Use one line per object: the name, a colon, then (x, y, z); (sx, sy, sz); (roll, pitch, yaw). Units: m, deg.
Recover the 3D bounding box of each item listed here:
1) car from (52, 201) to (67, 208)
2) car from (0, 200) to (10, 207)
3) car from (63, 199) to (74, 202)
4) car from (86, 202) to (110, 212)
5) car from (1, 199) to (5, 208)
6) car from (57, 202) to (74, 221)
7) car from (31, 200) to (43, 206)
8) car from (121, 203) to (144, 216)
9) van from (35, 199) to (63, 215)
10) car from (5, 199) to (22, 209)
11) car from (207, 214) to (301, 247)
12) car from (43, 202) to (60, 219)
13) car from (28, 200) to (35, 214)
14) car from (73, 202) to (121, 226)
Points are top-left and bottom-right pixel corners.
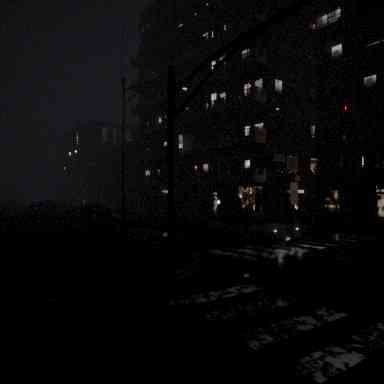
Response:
car: (-26.582, 2.462, 66.582); (1.887, 1.381, 4.507); (-1, 0, -35)
car: (-42.730, 2.666, 75.663); (1.752, 1.417, 4.829); (-1, 0, -35)
car: (-23.382, 2.160, 62.086); (2.192, 1.841, 5.009); (-1, 0, -35)
car: (-13.765, 2.192, 48.596); (1.947, 1.339, 4.313); (-1, 0, -35)
car: (-36.416, 2.542, 66.803); (1.887, 1.381, 4.507); (-1, 0, -35)
car: (-10.668, 1.934, 30.669); (1.752, 1.417, 4.829); (-1, 0, -35)
car: (-39.398, 2.774, 84.568); (1.947, 1.339, 4.313); (-1, 0, -35)
car: (-7.457, 2.006, 39.741); (1.752, 1.417, 4.829); (-1, 0, -35)
van: (-17.183, 1.900, 39.807); (1.690, 1.788, 3.998); (-1, 0, -35)
car: (-33.212, 2.365, 62.304); (1.967, 1.590, 4.097); (-1, 0, -35)
car: (2.852, 1.743, 16.133); (1.895, 1.301, 4.718); (0, -1, -35)
car: (-13.973, 2.036, 35.306); (2.008, 1.369, 4.403); (-1, 0, -35)
car: (-20.387, 2.073, 44.306); (1.967, 1.590, 4.097); (-1, 0, -35)
car: (-7.563, 1.777, 26.308); (1.967, 1.590, 4.097); (-1, 0, -35)
